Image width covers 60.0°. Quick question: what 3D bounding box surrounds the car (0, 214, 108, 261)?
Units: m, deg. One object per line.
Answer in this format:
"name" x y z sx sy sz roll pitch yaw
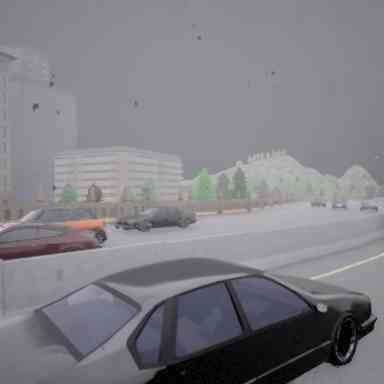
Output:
"car" -4.916 1.571 9.259 4.674 1.442 1.812 0 0 -37

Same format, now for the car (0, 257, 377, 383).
"car" 0.141 1.561 3.995 5.357 1.411 2.033 0 0 -38

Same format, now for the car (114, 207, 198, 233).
"car" -2.051 1.638 20.660 5.357 1.411 2.033 0 0 -43

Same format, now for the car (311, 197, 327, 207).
"car" 20.607 1.569 54.071 2.097 1.767 4.553 -1 0 26

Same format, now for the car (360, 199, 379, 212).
"car" 21.719 1.647 40.687 1.812 1.442 4.674 -1 0 28

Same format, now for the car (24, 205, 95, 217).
"car" -5.741 1.414 13.044 4.553 1.767 2.097 0 0 -39

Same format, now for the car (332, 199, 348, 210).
"car" 20.067 1.653 45.075 2.128 1.511 4.902 -1 0 27
